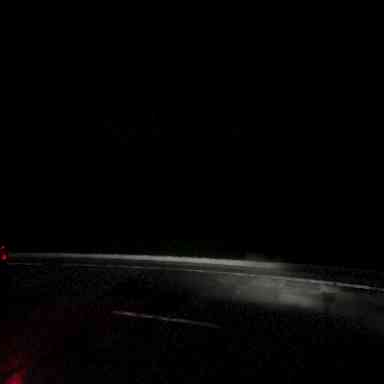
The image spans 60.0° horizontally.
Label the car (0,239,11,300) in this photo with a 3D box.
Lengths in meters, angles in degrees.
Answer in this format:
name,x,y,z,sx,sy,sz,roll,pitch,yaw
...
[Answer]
name,x,y,z,sx,sy,sz,roll,pitch,yaw
car,-5.936,1.268,5.452,5.566,2.045,2.150,-1,0,7
